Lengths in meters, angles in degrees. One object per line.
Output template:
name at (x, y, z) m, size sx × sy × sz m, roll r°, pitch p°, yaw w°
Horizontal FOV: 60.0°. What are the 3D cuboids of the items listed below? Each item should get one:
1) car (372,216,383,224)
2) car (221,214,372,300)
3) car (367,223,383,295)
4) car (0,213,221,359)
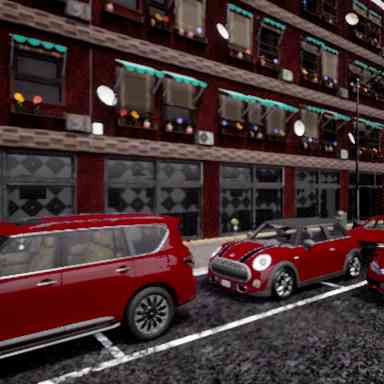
car at (6.940, 1.488, 11.504) m, size 4.507 × 1.381 × 1.887 m, roll 0°, pitch 0°, yaw -35°
car at (2.349, 1.409, 8.231) m, size 4.097 × 1.590 × 1.967 m, roll 0°, pitch 0°, yaw -35°
car at (5.805, 1.484, 7.434) m, size 4.674 × 1.442 × 1.812 m, roll 0°, pitch 0°, yaw -35°
car at (-2.240, 1.310, 4.959) m, size 5.009 × 1.841 × 2.192 m, roll 0°, pitch 0°, yaw -35°
